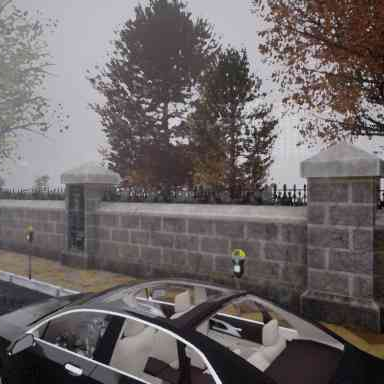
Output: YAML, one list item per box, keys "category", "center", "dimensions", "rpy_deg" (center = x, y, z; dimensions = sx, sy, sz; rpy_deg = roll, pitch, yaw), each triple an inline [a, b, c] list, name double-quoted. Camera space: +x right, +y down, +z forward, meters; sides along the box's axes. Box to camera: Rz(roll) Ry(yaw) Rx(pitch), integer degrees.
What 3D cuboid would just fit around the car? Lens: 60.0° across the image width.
- category: "car"
  center: [-0.428, 1.551, 3.183]
  dimensions: [4.403, 1.369, 2.008]
  rpy_deg: [0, 0, 36]
